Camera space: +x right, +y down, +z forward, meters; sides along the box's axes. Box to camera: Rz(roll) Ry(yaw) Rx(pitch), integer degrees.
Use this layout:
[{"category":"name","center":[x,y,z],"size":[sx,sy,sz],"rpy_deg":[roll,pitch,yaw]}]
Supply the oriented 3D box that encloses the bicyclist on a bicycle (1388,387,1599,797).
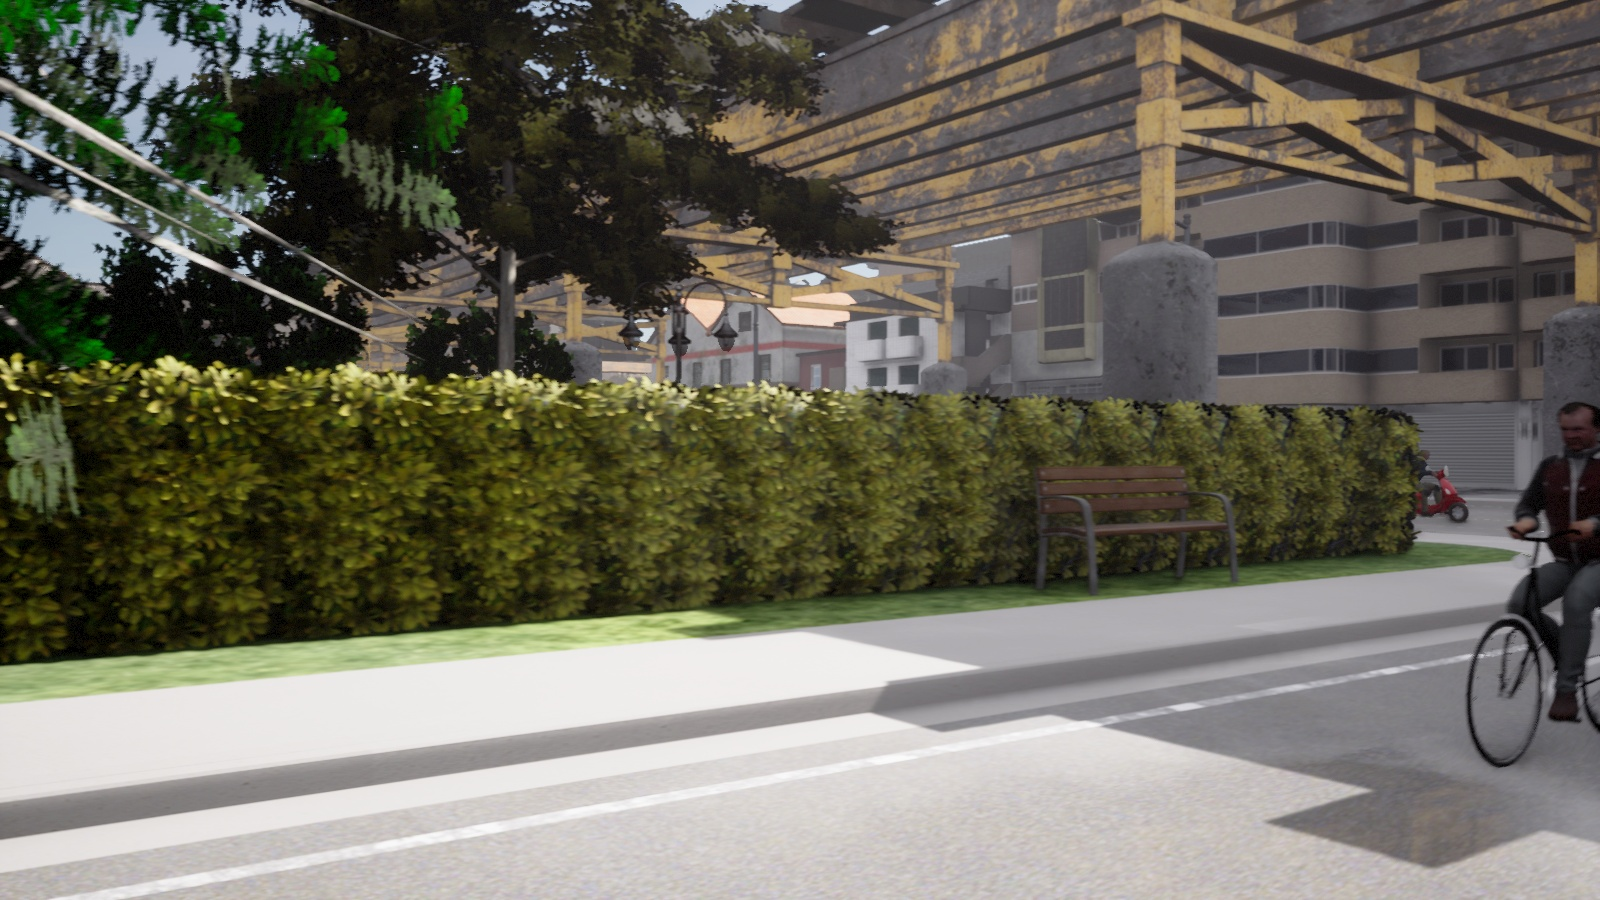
[{"category":"bicyclist on a bicycle","center":[3.754,0.620,6.247],"size":[1.843,1.776,0.659],"rpy_deg":[0,0,-35]}]

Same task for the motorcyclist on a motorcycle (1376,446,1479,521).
[{"category":"motorcyclist on a motorcycle","center":[13.796,0.726,27.651],"size":[0.866,1.590,1.817],"rpy_deg":[0,-1,-35]}]
